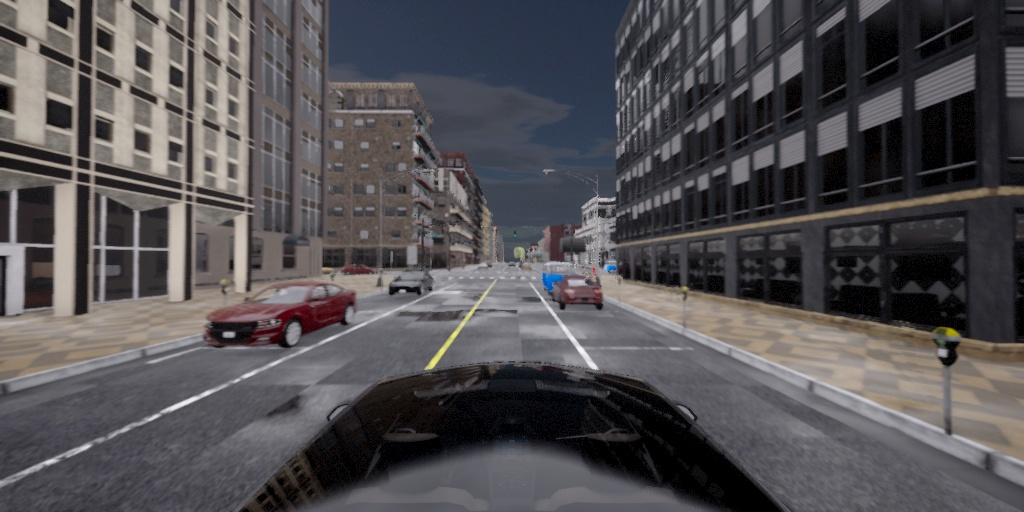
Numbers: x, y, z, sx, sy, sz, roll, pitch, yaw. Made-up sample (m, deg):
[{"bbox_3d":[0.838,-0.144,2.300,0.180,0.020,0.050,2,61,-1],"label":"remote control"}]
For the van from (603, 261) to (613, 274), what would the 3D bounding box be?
[{"bbox_3d":[14.889,1.577,50.067,3.998,1.789,1.690,0,0,0],"label":"van"}]

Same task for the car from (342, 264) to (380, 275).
[{"bbox_3d":[-17.474,1.613,41.605,4.207,1.307,1.802,0,0,0],"label":"car"}]

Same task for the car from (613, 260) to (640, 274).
[{"bbox_3d":[14.913,1.440,41.688,5.009,1.841,2.192,0,0,0],"label":"car"}]

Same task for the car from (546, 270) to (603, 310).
[{"bbox_3d":[2.655,1.444,15.113,1.802,1.307,4.207,0,0,0],"label":"car"}]

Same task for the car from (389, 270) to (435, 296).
[{"bbox_3d":[-5.693,1.475,20.826,1.948,1.339,4.313,0,0,0],"label":"car"}]

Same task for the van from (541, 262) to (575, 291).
[{"bbox_3d":[2.654,1.251,20.802,1.690,1.789,3.998,0,0,0],"label":"van"}]

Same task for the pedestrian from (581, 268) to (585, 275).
[{"bbox_3d":[6.995,1.694,34.896,0.500,1.100,0.500,0,-1,0],"label":"pedestrian"}]

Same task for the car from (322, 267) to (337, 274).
[{"bbox_3d":[-22.966,1.545,41.591,4.829,1.417,1.751,0,0,0],"label":"car"}]

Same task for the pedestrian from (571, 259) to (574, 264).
[{"bbox_3d":[6.112,1.182,36.103,0.375,1.860,0.375,0,-1,0],"label":"pedestrian"}]

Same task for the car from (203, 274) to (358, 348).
[{"bbox_3d":[-5.691,1.359,9.450,1.888,1.381,4.507,0,0,0],"label":"car"}]

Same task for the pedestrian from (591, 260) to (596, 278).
[{"bbox_3d":[8.081,1.286,35.502,0.375,1.860,0.375,0,-1,0],"label":"pedestrian"}]
